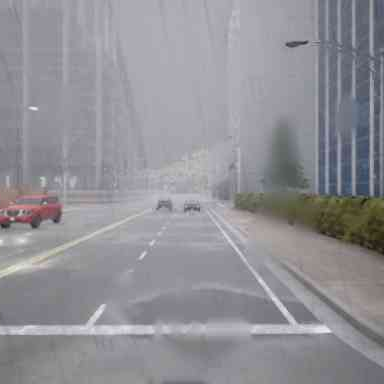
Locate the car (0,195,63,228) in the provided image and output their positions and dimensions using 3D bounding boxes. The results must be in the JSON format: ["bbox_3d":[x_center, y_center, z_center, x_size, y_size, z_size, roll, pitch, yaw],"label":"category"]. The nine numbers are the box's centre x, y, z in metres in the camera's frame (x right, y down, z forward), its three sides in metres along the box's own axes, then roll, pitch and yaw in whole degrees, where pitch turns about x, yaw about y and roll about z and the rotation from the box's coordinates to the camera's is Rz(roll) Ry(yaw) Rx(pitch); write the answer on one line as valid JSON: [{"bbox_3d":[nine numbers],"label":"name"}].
[{"bbox_3d":[-10.587,1.221,22.323,2.150,2.045,5.566,0,0,0],"label":"car"}]

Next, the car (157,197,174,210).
[{"bbox_3d":[-3.431,1.474,42.909,1.837,1.490,4.892,0,0,0],"label":"car"}]

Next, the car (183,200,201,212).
[{"bbox_3d":[0.022,1.574,37.488,1.895,1.301,4.718,0,0,0],"label":"car"}]
